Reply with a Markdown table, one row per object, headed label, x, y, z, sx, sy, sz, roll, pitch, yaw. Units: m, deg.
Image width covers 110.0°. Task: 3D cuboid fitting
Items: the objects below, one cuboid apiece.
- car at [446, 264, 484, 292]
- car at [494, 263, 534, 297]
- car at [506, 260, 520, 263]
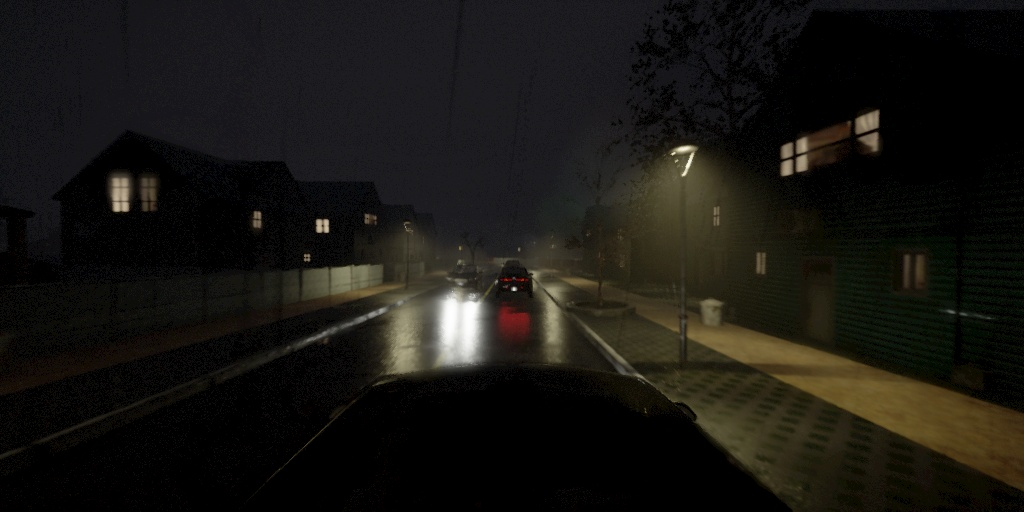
| label | x | y | z | sx | sy | sz | roll | pitch | yaw |
| --- | --- | --- | --- | --- | --- | --- | --- | --- | --- |
| car | -2.782 | 1.285 | 22.047 | 2.128 | 1.511 | 4.902 | 0 | 0 | 0 |
| car | 0.102 | 1.291 | 19.062 | 1.837 | 1.490 | 4.892 | 0 | 0 | 0 |
| car | 0.104 | 1.177 | 37.412 | 2.097 | 1.767 | 4.553 | 0 | 0 | 0 |
